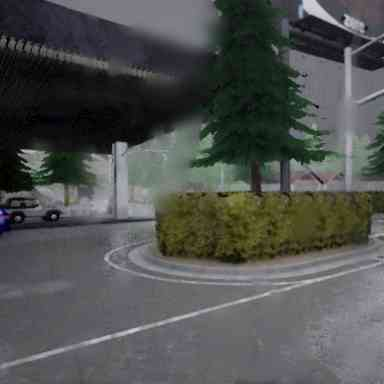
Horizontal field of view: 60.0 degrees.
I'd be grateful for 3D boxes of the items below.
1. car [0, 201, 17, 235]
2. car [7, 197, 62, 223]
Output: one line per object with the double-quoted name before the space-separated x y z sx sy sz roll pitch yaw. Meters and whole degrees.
"car" -11.685 1.480 16.696 4.611 1.667 2.242 -1 0 -36
"car" -11.486 1.277 23.824 3.866 1.878 1.905 -1 0 -36
